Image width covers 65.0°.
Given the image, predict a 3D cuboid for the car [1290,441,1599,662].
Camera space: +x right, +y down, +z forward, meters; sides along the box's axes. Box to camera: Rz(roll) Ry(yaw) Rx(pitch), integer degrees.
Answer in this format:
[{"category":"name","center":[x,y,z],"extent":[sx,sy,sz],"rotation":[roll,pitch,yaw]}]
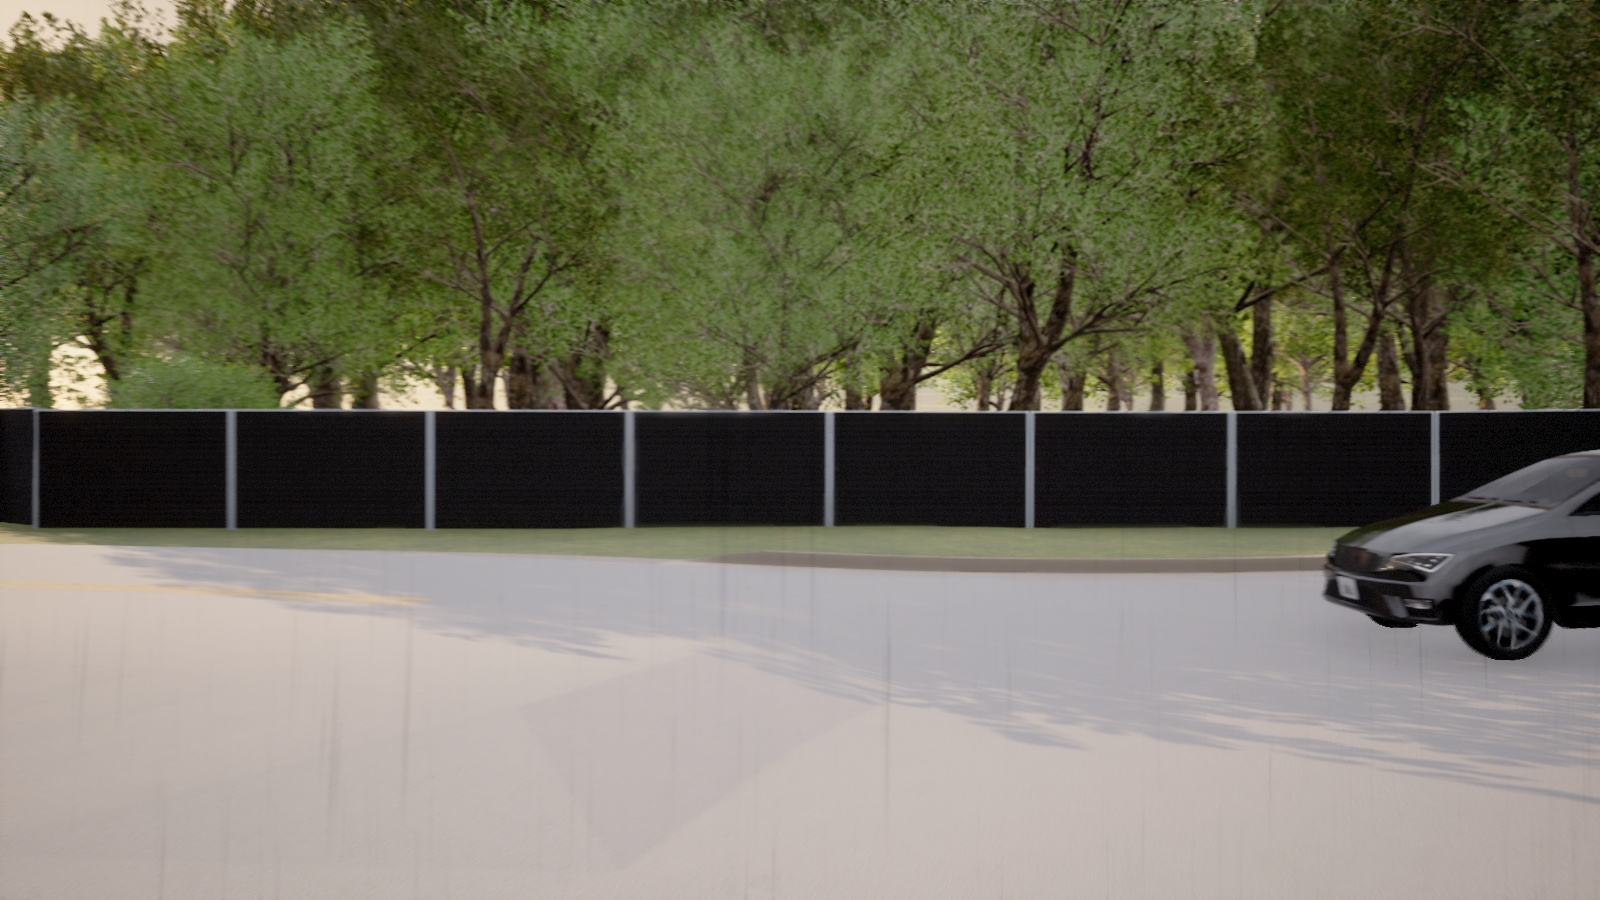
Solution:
[{"category":"car","center":[6.284,0.680,9.778],"extent":[4.193,1.474,1.816],"rotation":[-2,0,-2]}]
